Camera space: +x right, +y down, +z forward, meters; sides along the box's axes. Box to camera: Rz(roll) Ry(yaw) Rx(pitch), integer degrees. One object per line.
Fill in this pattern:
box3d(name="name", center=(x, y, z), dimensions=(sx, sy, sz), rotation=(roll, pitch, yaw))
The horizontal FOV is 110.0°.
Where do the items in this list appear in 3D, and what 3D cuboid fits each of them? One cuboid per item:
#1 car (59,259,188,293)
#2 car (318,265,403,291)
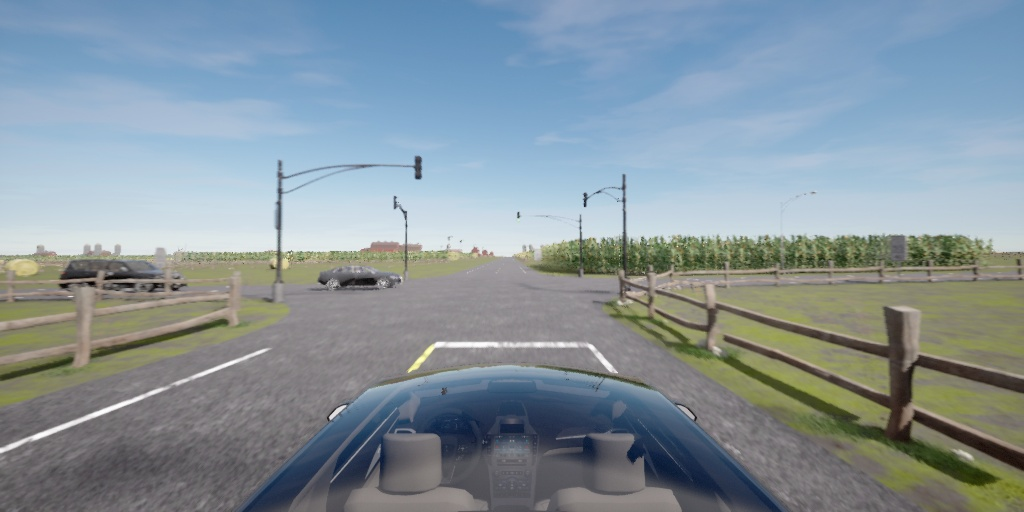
box3d(name="car", center=(-22.378, 1.214, 20.806), dimensions=(5.566, 2.045, 2.150), rotation=(1, -1, -6))
box3d(name="car", center=(-9.339, 1.315, 22.275), dimensions=(4.902, 1.511, 2.128), rotation=(0, -1, -7))
